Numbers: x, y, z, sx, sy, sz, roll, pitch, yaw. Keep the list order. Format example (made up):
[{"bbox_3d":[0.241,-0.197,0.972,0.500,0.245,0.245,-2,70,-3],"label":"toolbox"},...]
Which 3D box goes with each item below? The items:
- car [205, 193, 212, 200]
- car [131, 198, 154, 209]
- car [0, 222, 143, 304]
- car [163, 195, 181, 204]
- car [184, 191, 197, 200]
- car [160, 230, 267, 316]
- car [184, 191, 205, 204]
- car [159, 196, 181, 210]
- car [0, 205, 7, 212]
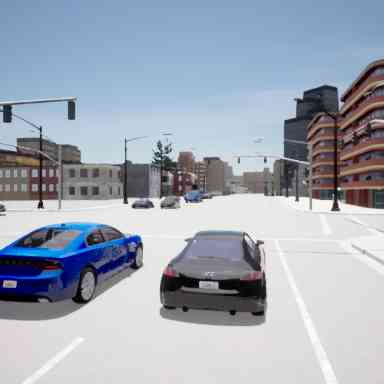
[{"bbox_3d":[3.399,0.944,73.818,2.033,1.411,5.357,0,1,11],"label":"car"},{"bbox_3d":[-6.290,1.486,42.744,1.994,1.385,4.181,0,1,11],"label":"car"},{"bbox_3d":[-2.747,1.478,8.312,1.882,1.535,5.008,0,0,11],"label":"car"},{"bbox_3d":[-3.377,1.312,57.706,1.895,1.301,4.718,0,1,12],"label":"car"},{"bbox_3d":[-0.322,0.790,73.015,2.097,1.767,4.553,0,1,11],"label":"car"},{"bbox_3d":[0.690,1.564,7.665,1.994,1.385,4.181,0,0,12],"label":"car"},{"bbox_3d":[0.315,0.910,58.307,2.150,2.045,5.566,0,1,12],"label":"car"},{"bbox_3d":[-2.769,1.421,42.500,1.837,1.490,4.892,0,1,11],"label":"car"},{"bbox_3d":[-20.881,1.547,32.319,5.357,1.411,2.033,0,0,10],"label":"car"}]
